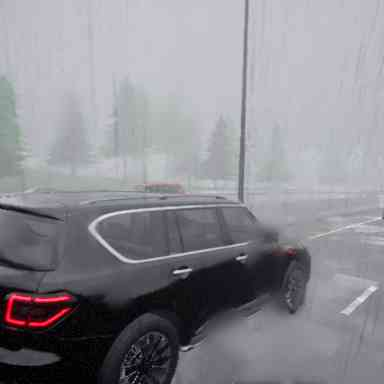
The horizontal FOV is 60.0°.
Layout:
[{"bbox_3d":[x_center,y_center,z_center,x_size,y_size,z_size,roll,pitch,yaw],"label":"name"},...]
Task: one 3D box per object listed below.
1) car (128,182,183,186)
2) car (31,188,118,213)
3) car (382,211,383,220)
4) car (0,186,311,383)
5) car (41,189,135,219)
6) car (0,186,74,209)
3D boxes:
[{"bbox_3d":[-2.581,0.472,18.402,2.150,2.045,5.566,3,3,41],"label":"car"},{"bbox_3d":[-7.915,0.494,22.950,2.033,1.411,5.357,3,3,41],"label":"car"},{"bbox_3d":[12.681,1.155,19.560,2.033,1.411,5.357,3,3,41],"label":"car"},{"bbox_3d":[-0.187,1.021,4.962,2.150,2.045,5.566,3,3,41],"label":"car"},{"bbox_3d":[-6.043,0.601,19.780,2.128,1.511,4.902,3,3,41],"label":"car"},{"bbox_3d":[-11.290,0.331,24.405,1.812,1.442,4.674,3,3,41],"label":"car"}]
